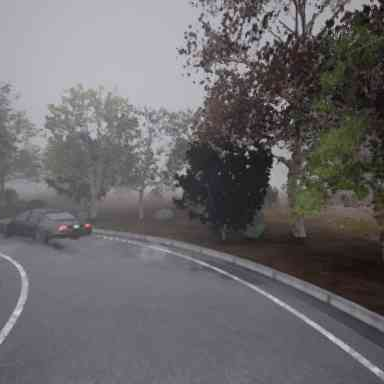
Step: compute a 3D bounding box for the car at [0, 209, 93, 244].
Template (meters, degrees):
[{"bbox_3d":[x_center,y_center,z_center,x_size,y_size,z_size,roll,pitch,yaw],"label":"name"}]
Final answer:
[{"bbox_3d":[-6.987,1.492,15.439,5.357,1.411,2.033,0,0,33],"label":"car"}]
